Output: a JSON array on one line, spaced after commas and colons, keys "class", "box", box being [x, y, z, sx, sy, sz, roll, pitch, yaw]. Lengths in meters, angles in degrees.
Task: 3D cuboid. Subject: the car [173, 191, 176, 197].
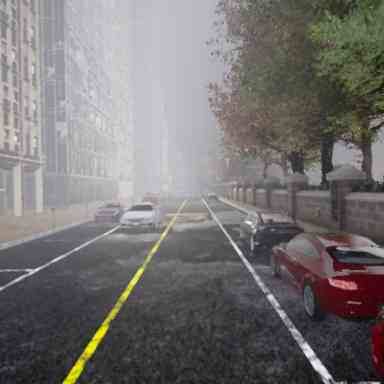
[{"class": "car", "box": [-5.296, 0.659, 73.749, 1.947, 1.339, 4.313, -1, 1, 0]}]

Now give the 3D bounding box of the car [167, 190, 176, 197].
[{"class": "car", "box": [-5.222, 0.366, 84.867, 1.967, 1.590, 4.097, -1, 1, 0]}]

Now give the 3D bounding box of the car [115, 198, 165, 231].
[{"class": "car", "box": [-2.843, 1.323, 19.255, 1.812, 1.442, 4.674, -1, 1, 0]}]

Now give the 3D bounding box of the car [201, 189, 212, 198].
[{"class": "car", "box": [3.221, 0.240, 73.418, 2.192, 1.841, 5.009, -1, 1, 0]}]

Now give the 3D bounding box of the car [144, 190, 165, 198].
[{"class": "car", "box": [-5.492, 0.804, 45.946, 2.192, 1.841, 5.009, -1, 1, 0]}]

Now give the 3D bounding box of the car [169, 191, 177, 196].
[{"class": "car", "box": [-5.182, 0.407, 90.428, 1.947, 1.339, 4.313, -1, 1, 0]}]

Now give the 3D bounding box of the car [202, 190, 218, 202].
[{"class": "car", "box": [3.071, 0.794, 51.184, 2.008, 1.369, 4.403, -1, 1, 0]}]

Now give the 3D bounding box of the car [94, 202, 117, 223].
[{"class": "car", "box": [-5.641, 1.376, 23.712, 1.802, 1.307, 4.206, -1, 1, 0]}]

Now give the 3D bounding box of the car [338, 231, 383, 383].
[{"class": "car", "box": [2.723, 1.243, 1.149, 2.192, 1.841, 5.009, -1, 1, 0]}]

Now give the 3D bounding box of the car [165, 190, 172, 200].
[{"class": "car", "box": [-5.373, 0.806, 62.628, 2.008, 1.369, 4.403, -1, 1, 0]}]

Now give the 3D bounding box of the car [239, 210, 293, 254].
[{"class": "car", "box": [2.803, 1.328, 12.270, 2.008, 1.369, 4.403, -1, 1, 0]}]

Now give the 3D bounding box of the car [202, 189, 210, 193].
[{"class": "car", "box": [3.147, 0.527, 62.302, 1.967, 1.590, 4.097, -1, 1, 0]}]

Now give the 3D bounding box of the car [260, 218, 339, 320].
[{"class": "car", "box": [2.765, 1.435, 6.712, 1.802, 1.307, 4.206, -1, 1, 0]}]

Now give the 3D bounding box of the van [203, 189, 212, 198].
[{"class": "van", "box": [3.184, 0.348, 67.859, 1.690, 1.788, 3.998, -1, 1, 0]}]
